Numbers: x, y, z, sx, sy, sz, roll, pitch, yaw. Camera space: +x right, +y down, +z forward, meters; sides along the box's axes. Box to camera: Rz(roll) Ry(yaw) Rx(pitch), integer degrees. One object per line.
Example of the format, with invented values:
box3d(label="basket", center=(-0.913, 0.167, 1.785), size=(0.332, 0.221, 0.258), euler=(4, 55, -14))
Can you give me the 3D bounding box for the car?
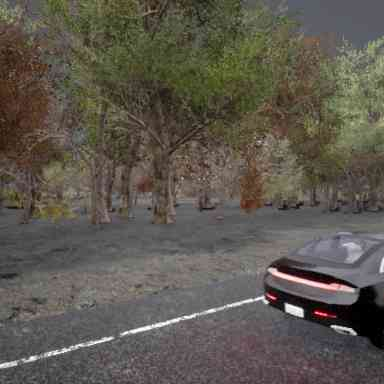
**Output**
box3d(label="car", center=(3.443, 1.493, 6.202), size=(4.902, 1.511, 2.128), euler=(0, 0, -36))
